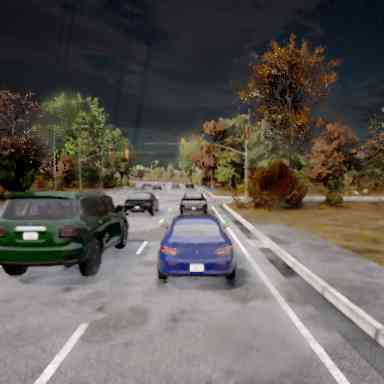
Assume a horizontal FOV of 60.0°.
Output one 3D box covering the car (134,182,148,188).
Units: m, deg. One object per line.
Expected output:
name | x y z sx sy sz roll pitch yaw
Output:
car | -10.661 -1.037 67.858 1.812 1.442 4.674 0 2 -1

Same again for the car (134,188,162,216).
car | -3.395 0.716 23.063 1.882 1.535 5.008 0 2 0

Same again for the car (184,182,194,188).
car | -0.535 -1.634 81.539 1.882 1.535 5.008 0 2 -2

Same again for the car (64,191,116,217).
car | -7.034 0.762 23.677 2.033 1.411 5.357 0 2 1

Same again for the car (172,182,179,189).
car | -4.035 -1.590 81.443 2.128 1.511 4.902 0 2 -2

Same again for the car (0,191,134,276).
car | -3.407 0.983 9.790 2.150 2.045 5.566 0 1 1

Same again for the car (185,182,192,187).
car | -1.024 -2.087 91.675 1.812 1.442 4.674 0 2 -3

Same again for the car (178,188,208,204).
car | 0.106 0.725 23.174 2.128 1.511 4.902 0 2 0

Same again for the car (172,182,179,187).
car | -4.518 -2.079 91.476 1.812 1.442 4.674 0 2 -3

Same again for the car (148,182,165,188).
car | -7.164 -1.029 68.072 2.033 1.411 5.357 0 2 -1

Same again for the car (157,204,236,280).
car | 0.102 1.319 9.199 1.812 1.442 4.674 0 2 0
